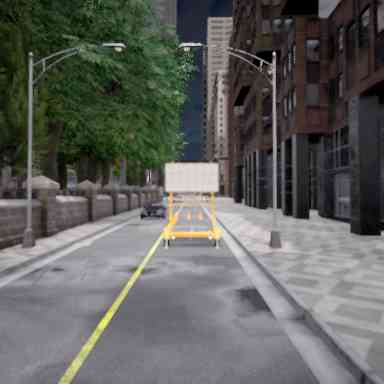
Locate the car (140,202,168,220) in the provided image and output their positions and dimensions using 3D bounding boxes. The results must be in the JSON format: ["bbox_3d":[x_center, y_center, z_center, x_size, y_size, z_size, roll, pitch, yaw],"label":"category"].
[{"bbox_3d":[-3.097,1.533,27.690,1.994,1.385,4.181,0,0,0],"label":"car"}]

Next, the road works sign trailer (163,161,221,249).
[{"bbox_3d":[0.000,0.443,14.479,2.380,3.560,2.880,0,0,0],"label":"road works sign trailer"}]

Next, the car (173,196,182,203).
[{"bbox_3d":[-3.003,1.502,70.136,2.128,1.511,4.902,0,0,0],"label":"car"}]
